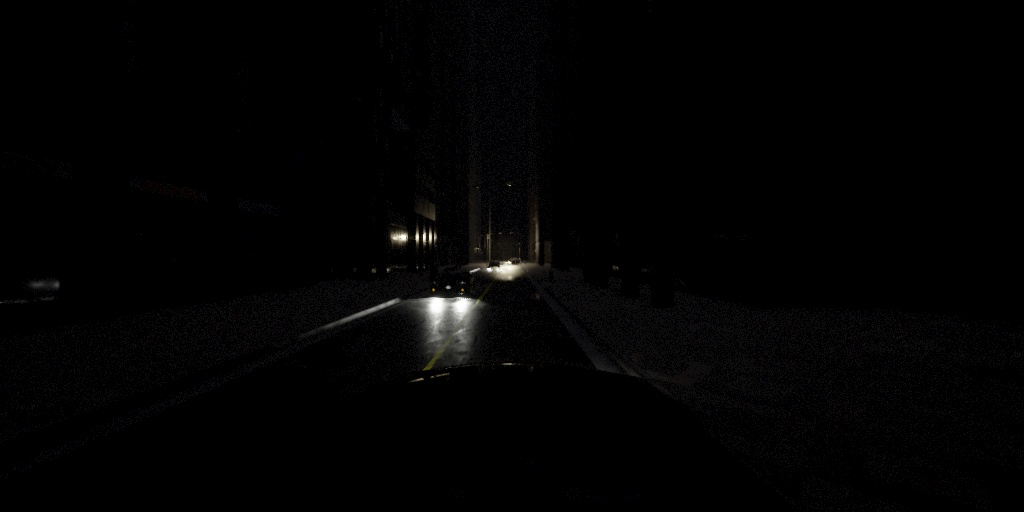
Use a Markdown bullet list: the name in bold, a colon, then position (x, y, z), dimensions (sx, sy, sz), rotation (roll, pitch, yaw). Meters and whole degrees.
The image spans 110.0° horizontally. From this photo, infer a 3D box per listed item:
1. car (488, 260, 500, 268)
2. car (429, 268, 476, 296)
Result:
- **car**: position (-3.021, 1.416, 61.554), dimensions (1.895, 1.301, 4.718), rotation (0, 0, 1)
- **car**: position (-3.097, 1.331, 19.370), dimensions (1.994, 1.385, 4.181), rotation (0, 0, 0)
